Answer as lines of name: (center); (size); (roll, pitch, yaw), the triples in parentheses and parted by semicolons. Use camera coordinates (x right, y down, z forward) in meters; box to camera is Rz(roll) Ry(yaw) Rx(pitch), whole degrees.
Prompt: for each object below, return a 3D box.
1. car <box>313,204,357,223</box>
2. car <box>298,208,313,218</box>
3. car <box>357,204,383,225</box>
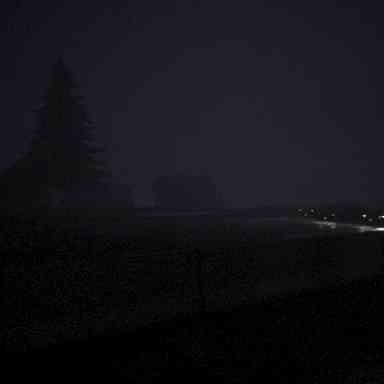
car: (12.907, 1.696, 27.413); (5.357, 1.411, 2.033); (0, 0, -26)
car: (12.264, 1.753, 30.967); (4.718, 1.301, 1.895); (0, 0, -25)
car: (14.618, 1.680, 24.311); (4.674, 1.442, 1.812); (0, 0, -25)
